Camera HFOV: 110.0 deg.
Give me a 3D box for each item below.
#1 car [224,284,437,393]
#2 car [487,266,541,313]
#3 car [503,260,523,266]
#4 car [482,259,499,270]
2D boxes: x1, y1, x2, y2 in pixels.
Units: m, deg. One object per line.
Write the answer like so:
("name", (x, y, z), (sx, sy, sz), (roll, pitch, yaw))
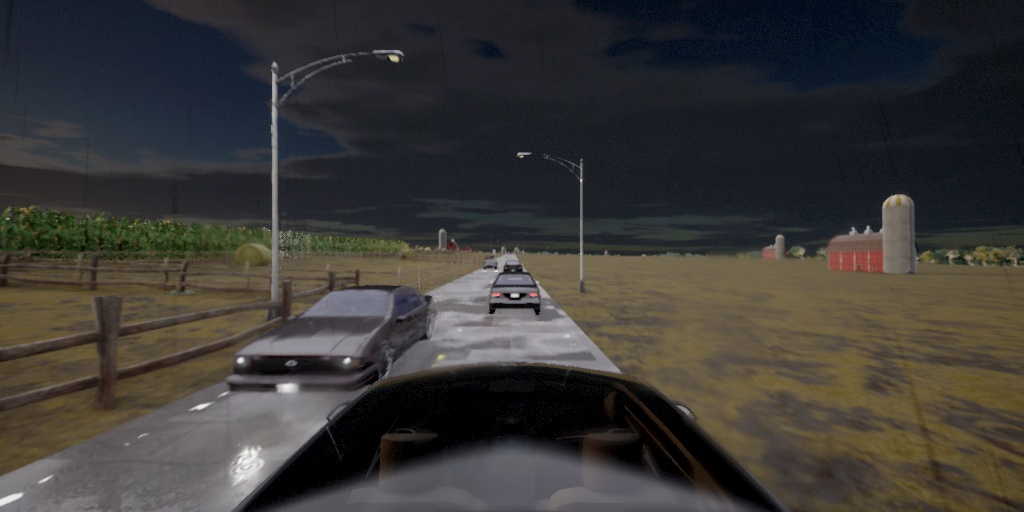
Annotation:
("car", (-2.850, 1.301, 7.220), (2.033, 1.411, 5.357), (0, 0, 0))
("car", (0.101, 1.300, 13.897), (2.033, 1.411, 5.357), (0, 0, 0))
("car", (0.102, 1.162, 36.064), (1.882, 1.535, 5.008), (0, 0, 0))
("car", (-2.832, 1.108, 47.851), (1.837, 1.490, 4.892), (0, 0, 0))
